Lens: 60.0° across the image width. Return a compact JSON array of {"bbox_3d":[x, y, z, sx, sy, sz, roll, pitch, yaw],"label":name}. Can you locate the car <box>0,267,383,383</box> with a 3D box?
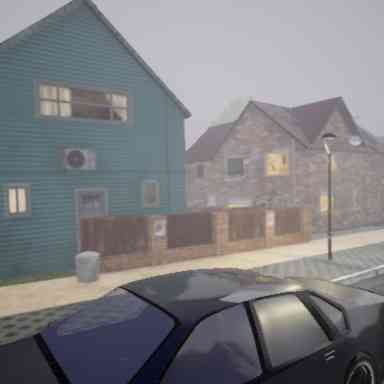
[{"bbox_3d":[0.001,1.545,3.105,5.357,1.411,2.033,0,0,-36],"label":"car"}]
